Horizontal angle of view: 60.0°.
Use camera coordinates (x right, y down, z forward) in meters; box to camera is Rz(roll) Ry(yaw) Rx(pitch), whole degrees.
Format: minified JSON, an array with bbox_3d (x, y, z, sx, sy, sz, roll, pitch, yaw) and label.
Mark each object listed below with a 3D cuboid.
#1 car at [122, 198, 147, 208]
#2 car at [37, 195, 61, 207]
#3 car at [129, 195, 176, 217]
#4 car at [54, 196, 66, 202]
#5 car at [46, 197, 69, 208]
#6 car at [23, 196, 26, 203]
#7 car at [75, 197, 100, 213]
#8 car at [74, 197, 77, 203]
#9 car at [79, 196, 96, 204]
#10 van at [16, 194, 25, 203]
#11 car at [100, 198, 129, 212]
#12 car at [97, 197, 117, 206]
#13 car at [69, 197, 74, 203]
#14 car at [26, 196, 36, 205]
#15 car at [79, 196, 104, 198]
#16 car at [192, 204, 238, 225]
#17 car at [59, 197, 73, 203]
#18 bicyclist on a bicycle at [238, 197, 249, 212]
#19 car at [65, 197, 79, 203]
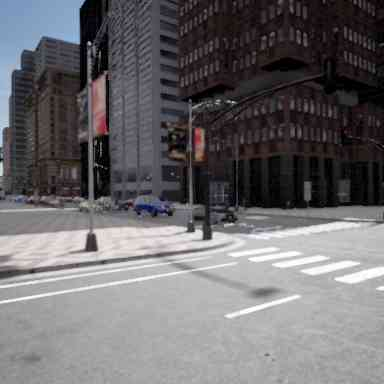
[{"bbox_3d":[-8.776,1.677,50.340,1.887,1.381,4.507,-1,0,-36],"label":"car"},{"bbox_3d":[-25.180,1.618,58.638,2.192,1.841,5.009,-1,0,-36],"label":"car"},{"bbox_3d":[-3.847,1.366,33.347,2.150,2.045,5.566,-1,0,-36],"label":"car"},{"bbox_3d":[-34.093,1.842,85.800,1.752,1.417,4.829,-1,0,-36],"label":"car"},{"bbox_3d":[-22.023,1.863,54.224,1.802,1.307,4.206,-1,0,-36],"label":"car"},{"bbox_3d":[-34.634,1.918,71.888,1.887,1.381,4.507,-1,0,-36],"label":"car"},{"bbox_3d":[-12.466,1.743,40.837,1.752,1.417,4.829,-1,0,-36],"label":"car"},{"bbox_3d":[-19.509,1.729,60.793,1.837,1.490,4.892,-1,0,-36],"label":"car"},{"bbox_3d":[-21.387,1.660,68.000,1.967,1.590,4.097,-1,0,-36],"label":"car"},{"bbox_3d":[-40.943,1.763,80.719,1.690,1.788,3.998,-1,0,-36],"label":"van"},{"bbox_3d":[-9.400,1.743,41.144,1.994,1.385,4.181,-1,0,-35],"label":"car"},{"bbox_3d":[-15.180,1.701,59.308,1.752,1.417,4.829,-1,0,-36],"label":"car"},{"bbox_3d":[-24.539,1.683,72.415,1.967,1.590,4.097,-1,0,-36],"label":"car"},{"bbox_3d":[-31.485,1.665,67.470,2.192,1.841,5.009,-1,0,-36],"label":"car"},{"bbox_3d":[-15.192,1.780,49.320,1.994,1.385,4.181,-1,0,-35],"label":"car"},{"bbox_3d":[1.608,1.675,25.720,1.994,1.385,4.181,-1,0,-36],"label":"car"},{"bbox_3d":[-30.841,1.842,81.246,2.008,1.369,4.403,-1,0,-36],"label":"car"},{"bbox_3d":[5.496,1.323,35.287,1.656,1.620,0.582,-1,1,-36],"label":"bicyclist on a bicycle"},{"bbox_3d":[-27.690,1.812,76.830,1.887,1.381,4.507,-1,0,-36],"label":"car"}]
